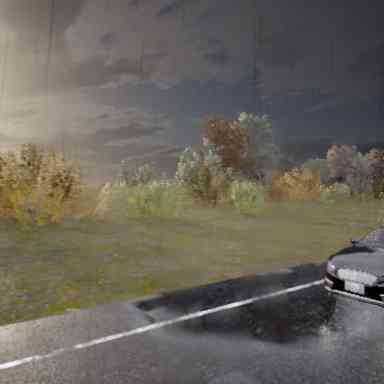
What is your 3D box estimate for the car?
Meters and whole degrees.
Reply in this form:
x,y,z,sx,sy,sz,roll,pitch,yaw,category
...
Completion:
x,y,z,sx,sy,sz,roll,pitch,yaw,category
4.983,1.491,7.548,4.902,1.511,2.128,0,0,-35,car
